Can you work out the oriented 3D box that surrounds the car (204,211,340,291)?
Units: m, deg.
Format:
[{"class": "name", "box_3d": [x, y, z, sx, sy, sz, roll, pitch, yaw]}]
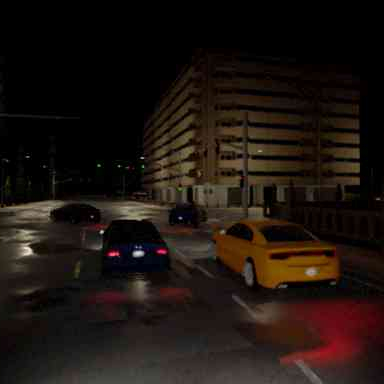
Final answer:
[{"class": "car", "box_3d": [1.945, 1.495, 9.254, 1.882, 1.535, 5.008, 0, 0, -12]}]

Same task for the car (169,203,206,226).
[{"class": "car", "box_3d": [-0.180, 1.570, 24.107, 1.882, 1.535, 5.008, -2, -1, 13]}]

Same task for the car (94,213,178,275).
[{"class": "car", "box_3d": [-1.932, 1.580, 10.653, 2.033, 1.411, 5.357, 0, 0, -14]}]

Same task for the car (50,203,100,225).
[{"class": "car", "box_3d": [-8.920, 1.597, 25.276, 5.008, 1.535, 1.882, 0, -1, 43]}]
